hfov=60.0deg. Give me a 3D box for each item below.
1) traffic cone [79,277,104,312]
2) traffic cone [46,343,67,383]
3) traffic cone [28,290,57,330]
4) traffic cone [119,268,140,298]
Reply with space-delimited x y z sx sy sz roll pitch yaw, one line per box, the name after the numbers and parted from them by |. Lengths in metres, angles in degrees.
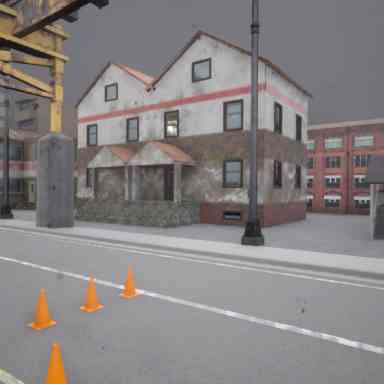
-1.940 1.949 6.424 0.340 0.580 0.340 0 0 36 | traffic cone
-1.488 1.952 3.632 0.340 0.580 0.340 0 0 36 | traffic cone
-2.525 1.949 5.613 0.340 0.580 0.340 0 0 36 | traffic cone
-1.355 1.949 7.235 0.340 0.580 0.340 0 0 36 | traffic cone
